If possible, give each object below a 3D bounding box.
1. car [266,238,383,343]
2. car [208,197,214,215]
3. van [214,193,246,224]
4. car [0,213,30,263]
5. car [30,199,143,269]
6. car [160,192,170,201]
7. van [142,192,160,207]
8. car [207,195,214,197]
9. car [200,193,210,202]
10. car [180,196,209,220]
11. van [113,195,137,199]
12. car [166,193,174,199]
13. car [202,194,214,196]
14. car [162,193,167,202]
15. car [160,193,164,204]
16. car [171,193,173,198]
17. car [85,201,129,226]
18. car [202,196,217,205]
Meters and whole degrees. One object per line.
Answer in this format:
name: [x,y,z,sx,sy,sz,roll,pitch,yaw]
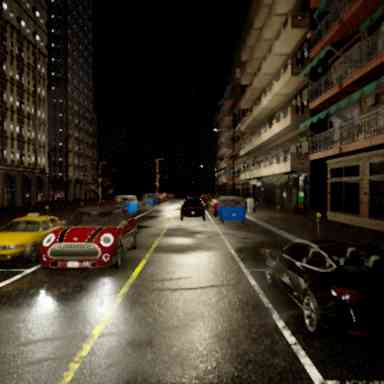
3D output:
car: [2.675,1.527,6.396,1.947,1.339,4.313,0,0,0]
car: [2.650,1.377,28.506,1.887,1.381,4.507,0,0,0]
van: [2.655,1.205,22.977,1.690,1.788,3.998,0,0,0]
car: [-5.712,1.455,11.743,1.752,1.417,4.829,0,0,0]
car: [-3.104,1.286,10.934,2.097,1.767,4.553,0,0,0]
car: [-5.772,0.971,61.661,2.192,1.841,5.009,0,0,0]
van: [-5.752,1.082,45.078,1.690,1.788,3.998,0,0,0]
car: [2.643,1.352,34.033,2.008,1.369,4.403,0,0,0]
car: [2.603,1.068,67.198,1.967,1.590,4.097,0,0,0]
car: [0.063,1.322,26.305,1.882,1.535,5.008,0,1,0]
van: [-5.732,1.173,28.496,1.690,1.788,3.998,0,0,0]
car: [-5.804,0.962,89.299,1.967,1.590,4.097,0,0,0]
car: [2.634,1.086,39.560,2.192,1.841,5.009,0,0,0]
car: [-5.764,1.234,56.135,2.008,1.369,4.403,0,0,0]
car: [-5.757,1.294,50.607,1.802,1.307,4.206,0,0,0]
car: [-5.784,1.146,72.717,1.887,1.381,4.507,0,0,0]
car: [-5.724,1.409,22.969,1.887,1.381,4.507,0,0,0]
car: [2.623,1.278,50.616,1.947,1.339,4.313,0,0,0]
